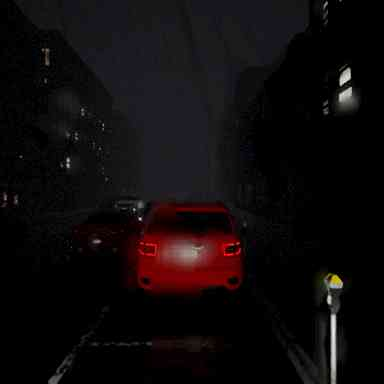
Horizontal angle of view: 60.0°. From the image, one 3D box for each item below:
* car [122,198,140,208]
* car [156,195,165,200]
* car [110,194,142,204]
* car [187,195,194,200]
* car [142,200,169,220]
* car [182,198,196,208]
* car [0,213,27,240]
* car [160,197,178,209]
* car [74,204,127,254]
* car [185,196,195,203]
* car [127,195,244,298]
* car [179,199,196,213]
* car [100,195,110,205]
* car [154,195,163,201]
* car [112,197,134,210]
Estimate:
[{"bbox_3d":[-8.834,1.543,48.430,1.887,1.381,4.507,0,0,0],"label":"car"},{"bbox_3d":[-8.834,1.539,93.519,2.008,1.369,4.403,0,0,0],"label":"car"},{"bbox_3d":[-6.240,1.222,33.354,2.150,2.045,5.566,0,0,0],"label":"car"},{"bbox_3d":[-0.452,1.513,93.685,1.752,1.417,4.829,0,0,0],"label":"car"},{"bbox_3d":[-3.055,1.506,28.998,1.837,1.490,4.892,0,0,0],"label":"car"},{"bbox_3d":[-0.454,1.543,48.426,1.887,1.381,4.507,0,0,0],"label":"car"},{"bbox_3d":[-8.835,1.583,14.612,1.802,1.307,4.206,0,0,0],"label":"car"},{"bbox_3d":[-3.052,1.490,45.905,2.128,1.511,4.902,0,0,0],"label":"car"},{"bbox_3d":[-3.146,1.478,13.463,1.882,1.535,5.008,0,0,0],"label":"car"},{"bbox_3d":[-0.453,1.545,70.970,2.008,1.369,4.403,0,0,0],"label":"car"},{"bbox_3d":[-0.038,1.229,8.679,2.150,2.045,5.566,0,0,0],"label":"car"},{"bbox_3d":[-0.454,1.525,37.323,1.752,1.417,4.829,0,0,0],"label":"car"},{"bbox_3d":[-8.833,1.314,37.157,2.192,1.841,5.009,0,0,0],"label":"car"},{"bbox_3d":[-8.834,1.541,87.882,2.008,1.369,4.403,0,0,0],"label":"car"},{"bbox_3d":[-8.834,1.439,42.793,1.967,1.590,4.097,0,0,0],"label":"car"}]
